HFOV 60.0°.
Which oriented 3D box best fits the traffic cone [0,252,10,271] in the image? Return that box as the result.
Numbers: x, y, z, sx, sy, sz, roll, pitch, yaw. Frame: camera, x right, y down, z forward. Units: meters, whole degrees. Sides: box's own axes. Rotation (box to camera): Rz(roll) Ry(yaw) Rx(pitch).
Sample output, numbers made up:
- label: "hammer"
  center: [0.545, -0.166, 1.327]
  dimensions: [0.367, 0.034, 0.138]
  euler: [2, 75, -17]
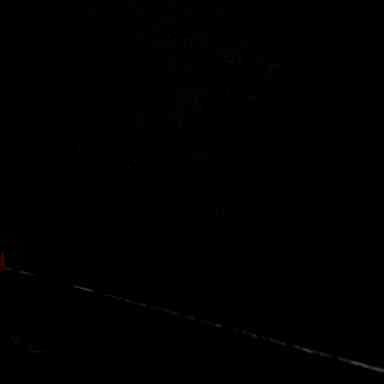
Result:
- label: "traffic cone"
  center: [-6.155, 2.240, 10.835]
  dimensions: [0.340, 0.580, 0.340]
  euler: [-1, -2, 37]
